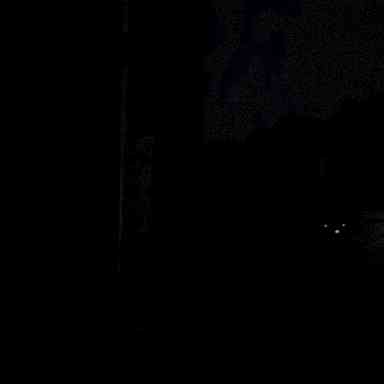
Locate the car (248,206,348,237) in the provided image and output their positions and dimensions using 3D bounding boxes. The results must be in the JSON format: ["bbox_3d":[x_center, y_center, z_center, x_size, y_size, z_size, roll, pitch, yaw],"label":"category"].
[{"bbox_3d":[5.325,1.456,17.654,2.033,1.411,5.357,1,-1,-32],"label":"car"}]
